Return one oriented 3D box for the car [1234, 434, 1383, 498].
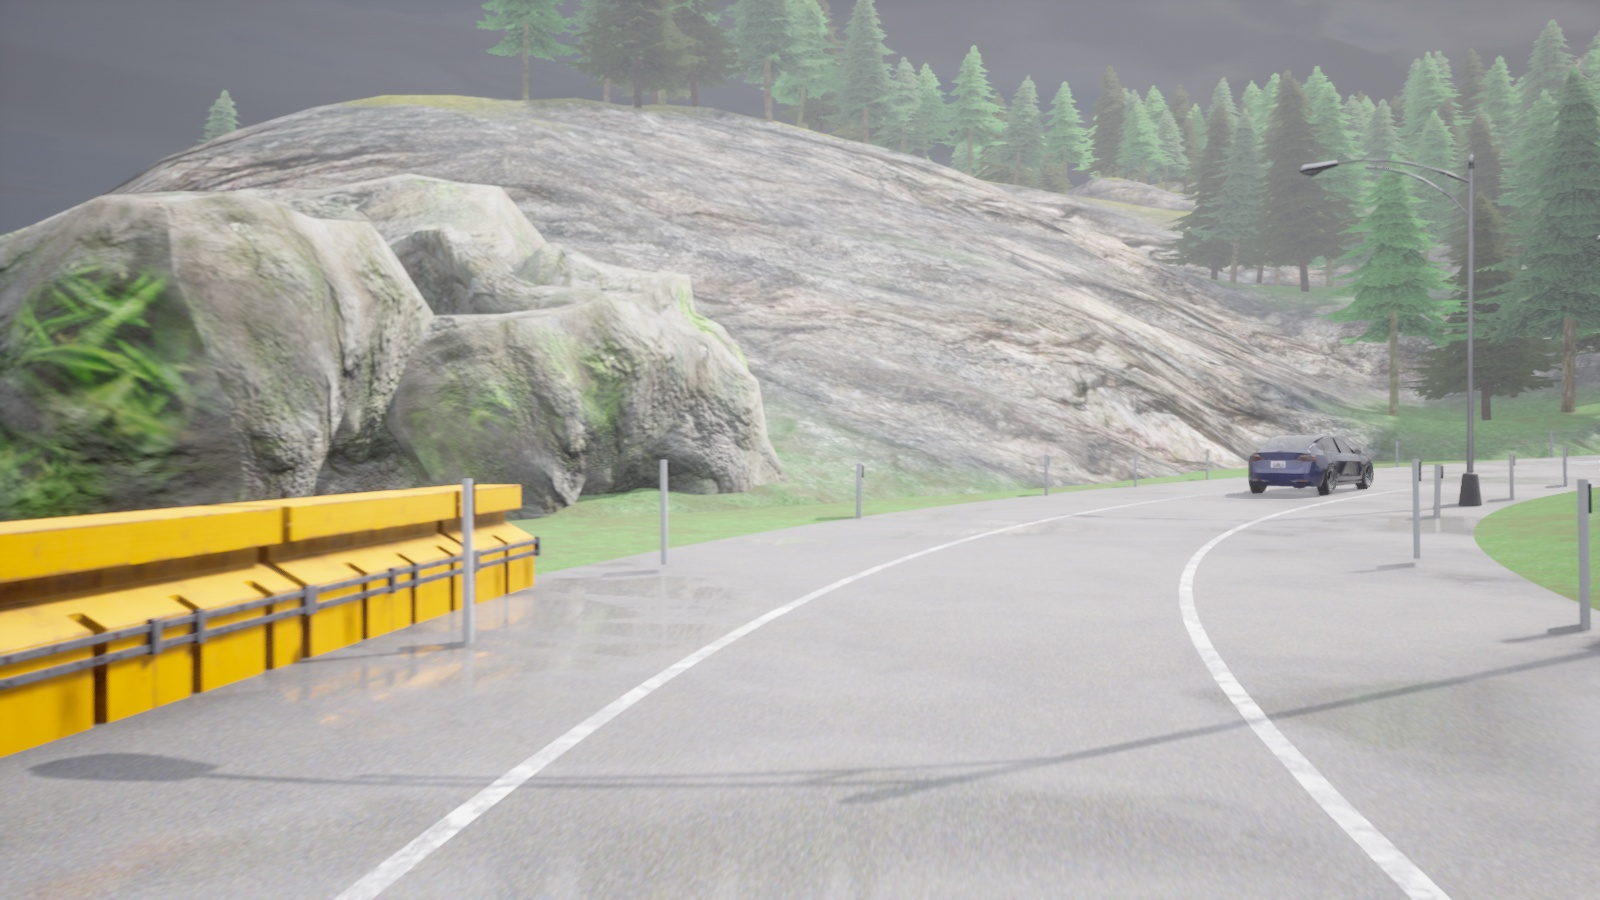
[{"bbox_3d":[13.246,0.359,32.571,2.163,1.488,4.792,0,1,41],"label":"car"}]
